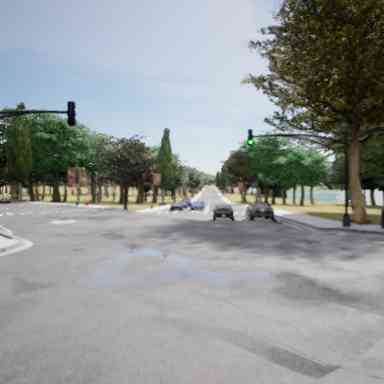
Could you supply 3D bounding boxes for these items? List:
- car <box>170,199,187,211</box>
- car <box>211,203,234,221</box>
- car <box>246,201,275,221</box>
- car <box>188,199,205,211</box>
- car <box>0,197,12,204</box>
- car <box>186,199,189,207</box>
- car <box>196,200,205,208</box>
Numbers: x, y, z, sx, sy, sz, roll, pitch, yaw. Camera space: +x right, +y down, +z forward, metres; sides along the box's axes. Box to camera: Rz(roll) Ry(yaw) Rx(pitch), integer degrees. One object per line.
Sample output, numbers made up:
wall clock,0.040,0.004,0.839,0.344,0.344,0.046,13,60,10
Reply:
car,-2.419,2.289,54.119,2.033,1.411,5.357,0,-1,3
car,2.867,1.844,30.907,1.837,1.490,4.892,0,-2,4
car,6.083,1.655,30.100,2.097,1.767,4.553,0,-2,4
car,0.797,2.234,53.427,1.812,1.442,4.674,0,-1,3
car,-39.215,1.763,69.545,1.994,1.385,4.181,-1,0,-42
car,-1.867,2.479,64.149,2.033,1.411,5.357,0,-1,3
car,1.854,2.592,72.610,1.837,1.490,4.892,0,-1,3
